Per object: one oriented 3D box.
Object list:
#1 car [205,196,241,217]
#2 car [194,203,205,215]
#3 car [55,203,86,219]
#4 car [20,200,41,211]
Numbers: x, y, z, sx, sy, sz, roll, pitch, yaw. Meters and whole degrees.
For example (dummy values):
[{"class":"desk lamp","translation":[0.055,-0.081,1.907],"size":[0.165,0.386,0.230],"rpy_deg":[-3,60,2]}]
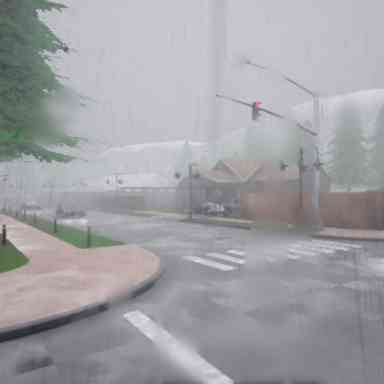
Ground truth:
[{"class":"car","translation":[3.957,1.374,32.118],"size":[4.605,1.855,1.932],"rpy_deg":[0,0,-35]},{"class":"car","translation":[2.203,1.393,33.961],"size":[3.866,1.878,1.905],"rpy_deg":[0,0,-35]},{"class":"car","translation":[-11.898,1.783,32.297],"size":[2.033,1.411,5.357],"rpy_deg":[0,0,-35]},{"class":"car","translation":[-23.372,1.910,48.025],"size":[1.812,1.442,4.674],"rpy_deg":[0,-1,-41]}]
